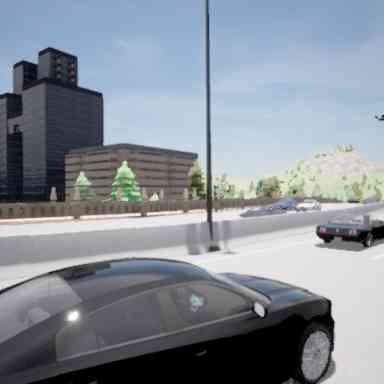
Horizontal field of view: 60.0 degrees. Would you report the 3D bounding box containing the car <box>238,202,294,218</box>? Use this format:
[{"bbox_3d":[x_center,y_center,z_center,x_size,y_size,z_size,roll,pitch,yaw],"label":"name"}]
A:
[{"bbox_3d":[4.879,1.631,22.666,1.994,1.385,4.181,0,0,43],"label":"car"}]

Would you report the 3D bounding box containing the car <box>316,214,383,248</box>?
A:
[{"bbox_3d":[7.504,1.623,15.032,4.718,1.301,1.895,0,0,-44],"label":"car"}]

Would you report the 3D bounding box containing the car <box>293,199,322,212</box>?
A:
[{"bbox_3d":[13.906,1.639,39.253,1.812,1.442,4.674,-1,-1,37],"label":"car"}]

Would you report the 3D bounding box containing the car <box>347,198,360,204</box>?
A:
[{"bbox_3d":[35.949,1.963,74.078,1.994,1.385,4.181,-1,-2,37],"label":"car"}]

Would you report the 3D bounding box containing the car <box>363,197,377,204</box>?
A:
[{"bbox_3d":[38.240,1.904,71.304,1.994,1.385,4.181,-1,-2,37],"label":"car"}]

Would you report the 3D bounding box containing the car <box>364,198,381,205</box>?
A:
[{"bbox_3d":[29.016,1.658,53.344,2.033,1.411,5.357,-1,0,38],"label":"car"}]

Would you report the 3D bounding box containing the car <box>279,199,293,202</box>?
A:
[{"bbox_3d":[12.139,1.618,42.718,1.882,1.535,5.008,-1,-1,37],"label":"car"}]

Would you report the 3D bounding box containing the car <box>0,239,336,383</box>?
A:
[{"bbox_3d":[-0.403,1.490,3.671,5.008,1.535,1.882,0,0,-36],"label":"car"}]
